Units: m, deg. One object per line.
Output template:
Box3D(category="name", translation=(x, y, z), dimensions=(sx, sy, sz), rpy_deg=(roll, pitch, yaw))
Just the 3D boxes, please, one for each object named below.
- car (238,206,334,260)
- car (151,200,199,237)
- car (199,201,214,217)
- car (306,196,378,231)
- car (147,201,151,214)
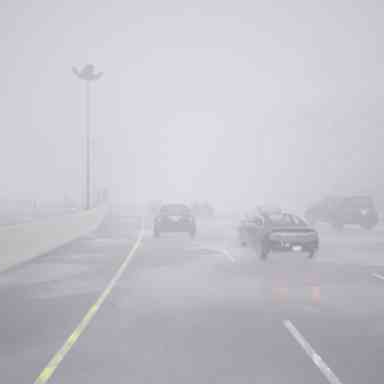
Box3D(category="car", translation=(3.021, 1.511, 12.539), dimensions=(2.128, 1.511, 4.902), rpy_deg=(0, 0, -4))
Box3D(category="car", translation=(-1.048, 1.394, 18.592), dimensions=(2.097, 1.767, 4.553), rpy_deg=(0, 0, -6))
Box3D(category="car", translation=(0.731, 1.556, 31.141), dimensions=(2.128, 1.511, 4.902), rpy_deg=(0, 0, -9))
Box3D(category="car", translation=(9.265, 1.245, 21.088), dimensions=(2.150, 2.045, 5.566), rpy_deg=(0, 0, -6))
Box3D(category="car", translation=(-4.013, 1.636, 37.483), dimensions=(2.033, 1.411, 5.357), rpy_deg=(0, 0, -12))
